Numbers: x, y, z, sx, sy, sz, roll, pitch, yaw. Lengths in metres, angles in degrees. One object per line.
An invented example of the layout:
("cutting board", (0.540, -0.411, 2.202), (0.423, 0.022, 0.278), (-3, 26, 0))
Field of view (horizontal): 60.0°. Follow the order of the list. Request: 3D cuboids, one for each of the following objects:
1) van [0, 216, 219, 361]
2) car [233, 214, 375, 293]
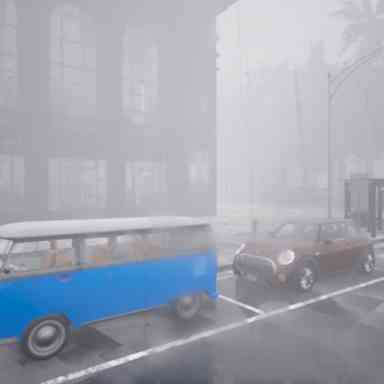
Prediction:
("van", (-1.423, 1.340, 5.636), (3.998, 1.788, 1.690), (0, 0, -35))
("car", (2.996, 1.438, 8.785), (4.097, 1.590, 1.967), (0, 0, -35))
